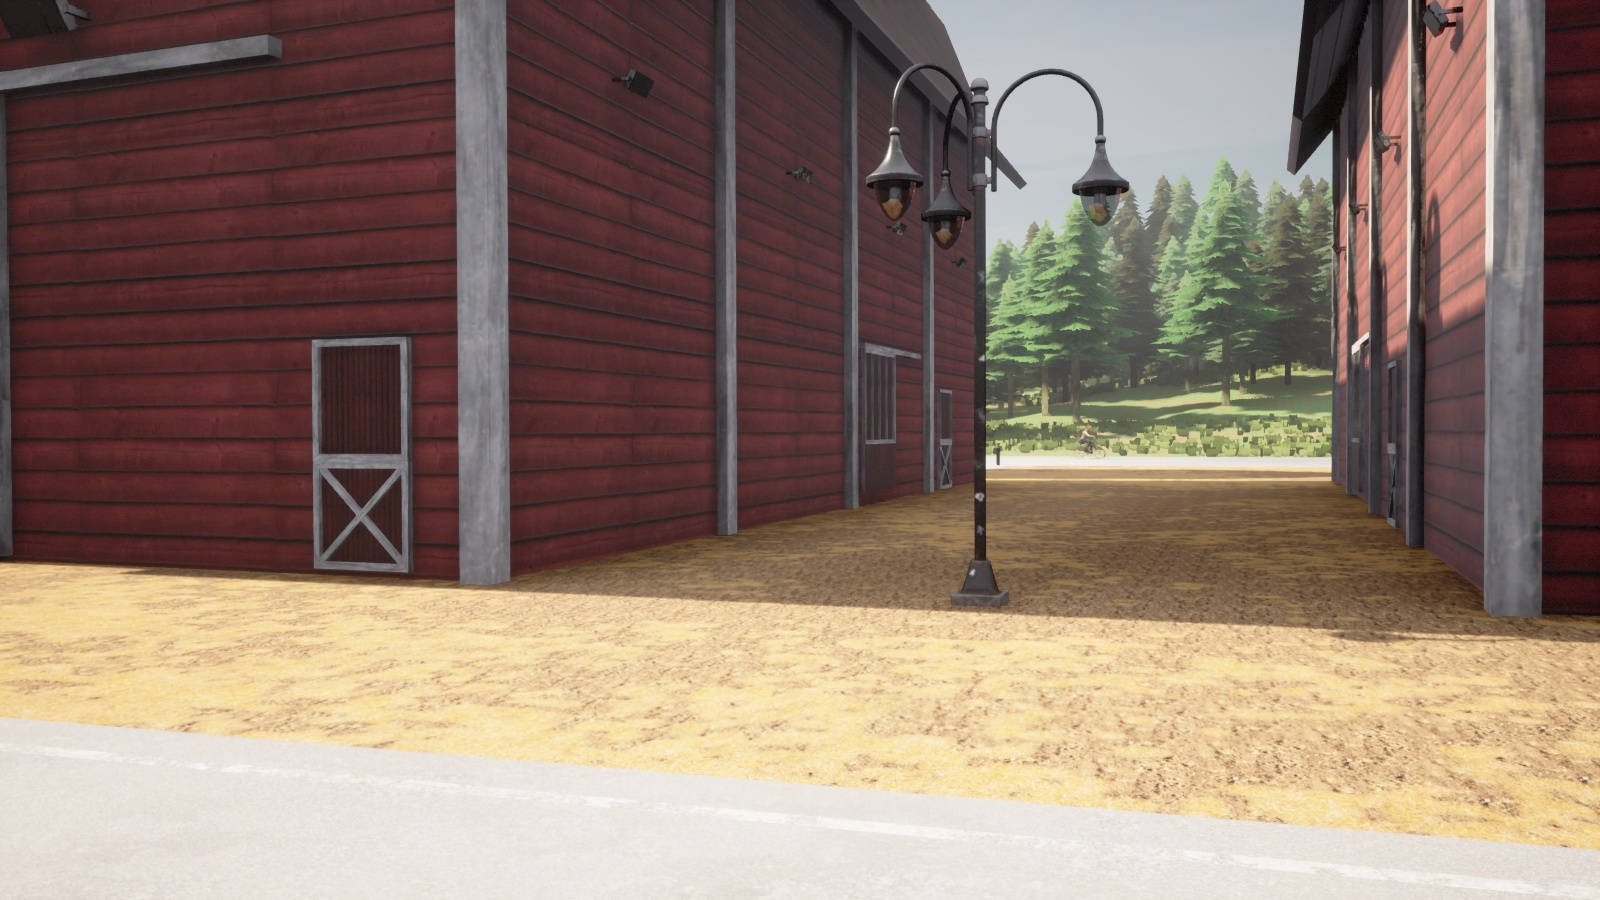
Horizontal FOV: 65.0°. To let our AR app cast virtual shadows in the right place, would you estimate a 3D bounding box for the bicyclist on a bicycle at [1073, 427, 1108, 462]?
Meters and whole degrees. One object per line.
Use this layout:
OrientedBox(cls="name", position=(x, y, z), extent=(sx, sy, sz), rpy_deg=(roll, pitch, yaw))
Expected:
OrientedBox(cls="bicyclist on a bicycle", position=(13.690, -0.272, 59.103), extent=(1.509, 1.612, 0.866), rpy_deg=(1, 1, 20))
